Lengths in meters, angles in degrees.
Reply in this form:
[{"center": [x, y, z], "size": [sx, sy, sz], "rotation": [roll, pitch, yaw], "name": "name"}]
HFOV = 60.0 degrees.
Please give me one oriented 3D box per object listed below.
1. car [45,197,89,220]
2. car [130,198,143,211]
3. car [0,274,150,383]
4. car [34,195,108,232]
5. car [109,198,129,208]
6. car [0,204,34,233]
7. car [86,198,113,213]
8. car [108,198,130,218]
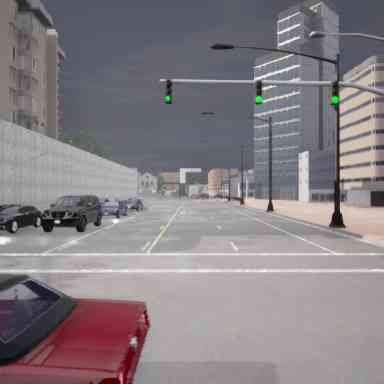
[{"center": [-10.626, 1.352, 28.754], "size": [2.097, 1.767, 4.553], "rotation": [0, 0, 0], "name": "car"}, {"center": [-7.127, 1.491, 40.303], "size": [2.128, 1.511, 4.902], "rotation": [0, 0, 0], "name": "car"}, {"center": [-2.887, 1.601, 3.391], "size": [4.718, 1.301, 1.895], "rotation": [0, 0, 0], "name": "car"}, {"center": [-7.115, 1.221, 20.320], "size": [2.150, 2.045, 5.566], "rotation": [0, 0, 0], "name": "car"}, {"center": [-10.600, 1.601, 48.632], "size": [1.895, 1.301, 4.718], "rotation": [0, 0, 0], "name": "car"}, {"center": [-10.618, 1.505, 19.686], "size": [1.837, 1.490, 4.892], "rotation": [0, 0, 0], "name": "car"}, {"center": [-10.629, 1.505, 38.572], "size": [1.837, 1.490, 4.892], "rotation": [0, 0, 0], "name": "car"}, {"center": [-7.126, 1.526, 29.960], "size": [1.812, 1.442, 4.674], "rotation": [0, 0, 0], "name": "car"}]
